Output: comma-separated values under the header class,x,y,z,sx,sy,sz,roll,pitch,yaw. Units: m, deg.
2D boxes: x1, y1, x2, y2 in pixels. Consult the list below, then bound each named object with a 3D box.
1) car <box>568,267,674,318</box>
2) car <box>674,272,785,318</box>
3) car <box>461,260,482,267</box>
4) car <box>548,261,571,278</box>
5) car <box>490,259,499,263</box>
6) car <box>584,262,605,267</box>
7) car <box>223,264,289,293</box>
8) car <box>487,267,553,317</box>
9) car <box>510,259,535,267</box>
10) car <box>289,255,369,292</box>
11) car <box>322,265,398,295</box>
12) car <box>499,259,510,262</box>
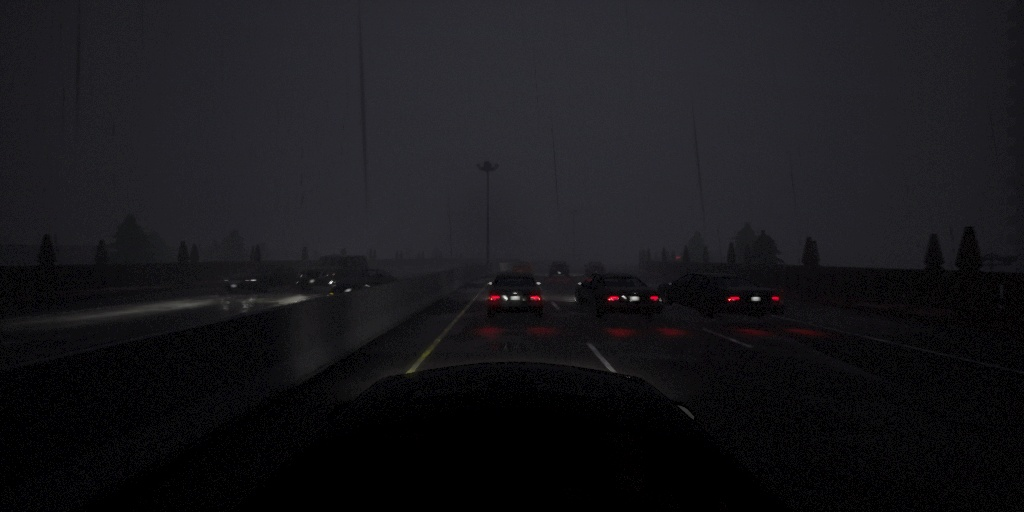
class,x,y,z,sx,sy,sz,roll,pitch,yaw
car,3.598,1.298,13.039,2.033,1.411,5.357,0,0,0
car,7.098,1.298,12.951,2.033,1.411,5.357,0,0,0
car,-6.828,1.350,60.950,1.895,1.301,4.718,0,0,21
car,4.543,1.256,34.376,1.837,1.490,4.892,0,0,7
car,-2.208,1.242,63.017,2.128,1.511,4.902,0,0,23
car,8.201,1.277,35.488,1.812,1.442,4.674,0,0,8
car,-14.011,1.240,20.556,2.128,1.511,4.902,0,0,1
car,0.098,1.298,13.143,2.033,1.411,5.357,0,0,0
car,1.238,1.228,36.041,1.882,1.535,5.008,0,0,8
car,-10.527,0.970,21.716,2.150,2.045,5.566,0,0,1
car,-7.050,1.313,17.476,1.994,1.385,4.181,0,0,1
car,0.097,1.253,59.373,1.837,1.490,4.892,0,0,21
